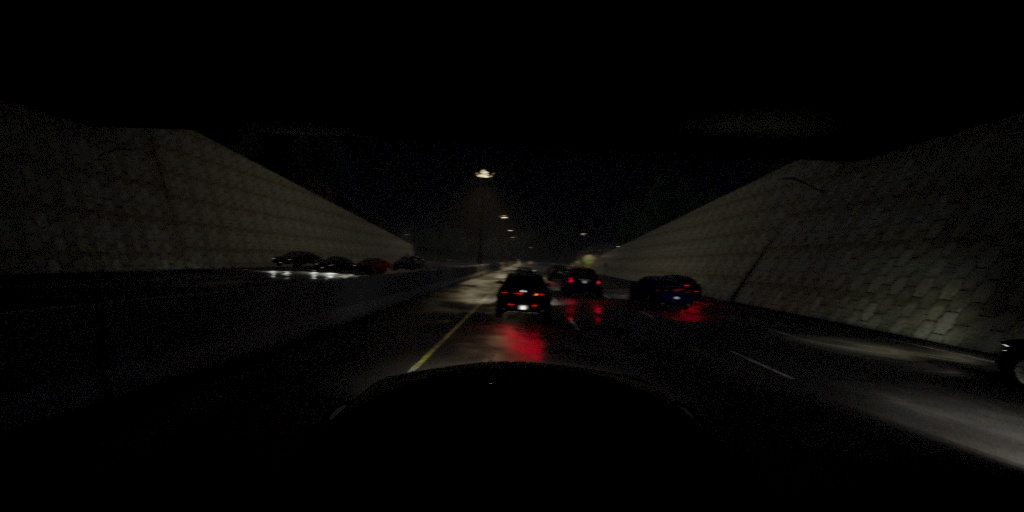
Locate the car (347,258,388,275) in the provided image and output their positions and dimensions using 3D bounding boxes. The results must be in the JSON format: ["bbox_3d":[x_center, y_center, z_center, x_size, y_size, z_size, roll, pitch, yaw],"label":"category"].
[{"bbox_3d":[-12.971,0.899,33.475,1.882,1.535,5.008,3,-1,2],"label":"car"}]

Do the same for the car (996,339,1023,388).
[{"bbox_3d":[10.645,1.819,5.061,1.882,1.535,5.008,3,-1,2],"label":"car"}]

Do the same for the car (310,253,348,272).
[{"bbox_3d":[-16.466,0.762,33.596,1.812,1.442,4.674,3,-1,2],"label":"car"}]

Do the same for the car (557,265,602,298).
[{"bbox_3d":[4.261,1.529,22.694,2.097,1.767,4.553,3,-1,2],"label":"car"}]

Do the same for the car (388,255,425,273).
[{"bbox_3d":[-9.456,0.674,33.358,1.837,1.490,4.892,3,-1,2],"label":"car"}]

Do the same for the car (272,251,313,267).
[{"bbox_3d":[-19.940,0.206,33.720,2.033,1.411,5.357,3,-1,2],"label":"car"}]

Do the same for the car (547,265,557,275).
[{"bbox_3d":[4.772,1.703,37.803,2.097,1.767,4.553,3,-1,2],"label":"car"}]

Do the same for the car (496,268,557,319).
[{"bbox_3d":[0.447,1.394,13.694,1.837,1.490,4.892,3,-1,2],"label":"car"}]

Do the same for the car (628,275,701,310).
[{"bbox_3d":[7.617,1.794,18.822,1.882,1.535,5.008,3,-1,2],"label":"car"}]
